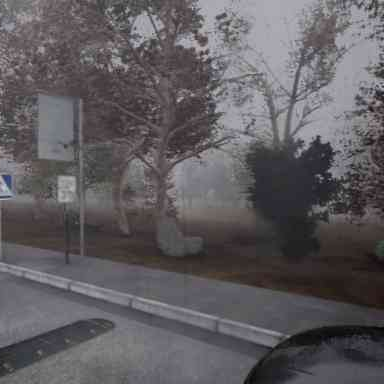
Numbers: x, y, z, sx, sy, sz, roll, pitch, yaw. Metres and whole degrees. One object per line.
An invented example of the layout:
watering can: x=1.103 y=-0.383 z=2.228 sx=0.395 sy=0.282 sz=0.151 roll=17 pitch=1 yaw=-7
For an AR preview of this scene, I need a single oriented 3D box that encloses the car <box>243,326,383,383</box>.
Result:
car: x=2.554 y=1.490 z=1.555 sx=4.902 sy=1.511 sz=2.128 roll=0 pitch=0 yaw=36
